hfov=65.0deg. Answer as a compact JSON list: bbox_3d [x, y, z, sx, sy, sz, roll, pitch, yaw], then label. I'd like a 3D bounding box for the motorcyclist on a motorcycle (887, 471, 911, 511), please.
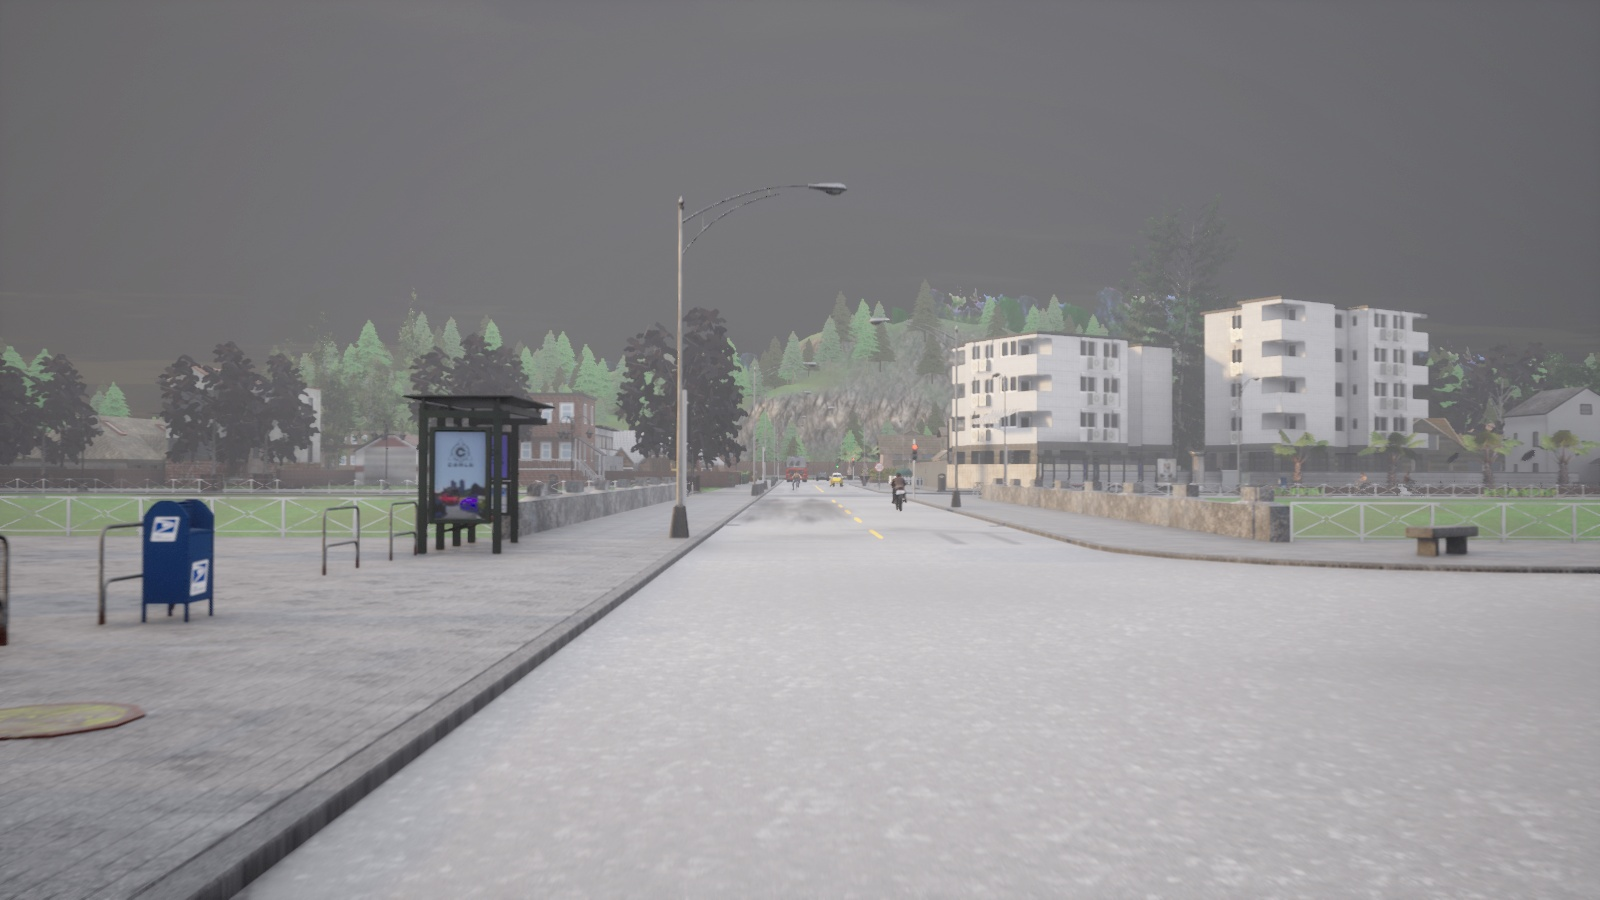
[{"bbox_3d":[3.878,1.608,49.355,0.797,1.523,2.044,0,-1,0],"label":"motorcyclist on a motorcycle"}]
